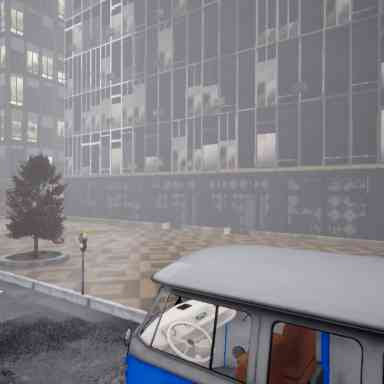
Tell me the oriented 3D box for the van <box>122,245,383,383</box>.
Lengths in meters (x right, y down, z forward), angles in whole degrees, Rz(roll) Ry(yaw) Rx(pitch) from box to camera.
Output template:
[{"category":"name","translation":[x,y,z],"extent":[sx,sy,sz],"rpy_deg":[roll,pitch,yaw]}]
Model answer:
[{"category":"van","translation":[1.332,1.341,1.918],"extent":[3.998,1.788,1.690],"rpy_deg":[0,0,35]}]
